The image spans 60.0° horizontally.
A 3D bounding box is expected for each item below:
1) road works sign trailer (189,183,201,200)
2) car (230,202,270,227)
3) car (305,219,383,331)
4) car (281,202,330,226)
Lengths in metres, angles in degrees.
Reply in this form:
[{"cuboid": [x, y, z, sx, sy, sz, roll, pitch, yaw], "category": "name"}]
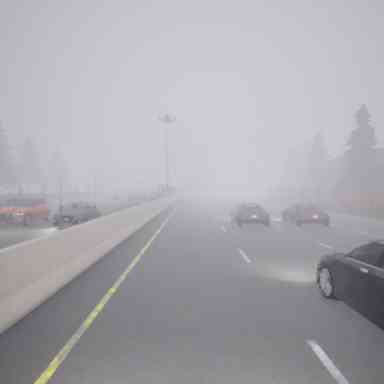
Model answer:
[{"cuboid": [0.658, -0.259, 69.178, 2.380, 3.560, 2.880, 0, 1, 10], "category": "road works sign trailer"}, {"cuboid": [3.589, 1.343, 21.059, 1.994, 1.385, 4.181, 0, 1, 0], "category": "car"}, {"cuboid": [3.594, 1.449, 5.226, 1.837, 1.490, 4.892, 0, 1, 0], "category": "car"}, {"cuboid": [7.089, 1.342, 21.129, 1.994, 1.385, 4.181, 0, 1, 0], "category": "car"}]
